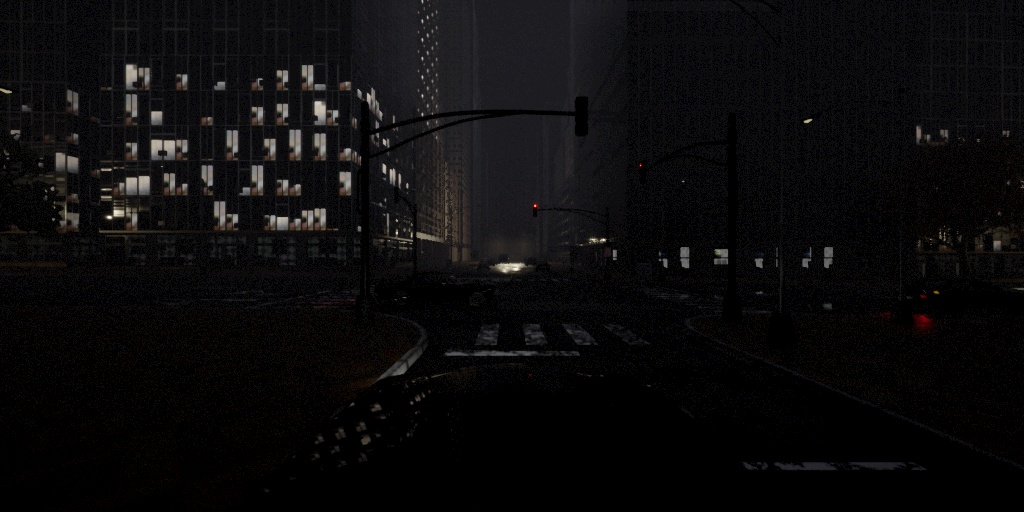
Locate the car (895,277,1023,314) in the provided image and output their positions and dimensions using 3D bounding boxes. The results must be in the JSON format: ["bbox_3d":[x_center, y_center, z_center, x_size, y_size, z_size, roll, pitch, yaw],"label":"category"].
[{"bbox_3d":[19.568,1.655,15.709,4.674,1.442,1.812,1,0,-3],"label":"car"}]

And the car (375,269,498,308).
[{"bbox_3d":[-2.914,1.324,14.644,4.718,1.301,1.895,1,0,-3],"label":"car"}]

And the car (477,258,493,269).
[{"bbox_3d":[-4.073,1.342,52.022,1.802,1.307,4.207,0,0,0],"label":"car"}]

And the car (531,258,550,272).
[{"bbox_3d":[3.885,1.328,46.537,1.948,1.339,4.313,0,0,0],"label":"car"}]
